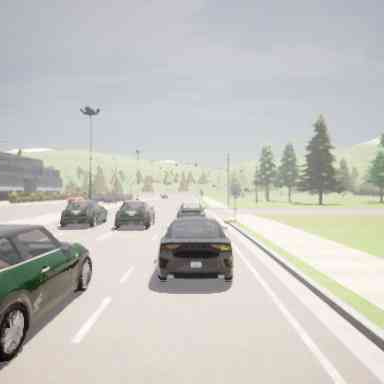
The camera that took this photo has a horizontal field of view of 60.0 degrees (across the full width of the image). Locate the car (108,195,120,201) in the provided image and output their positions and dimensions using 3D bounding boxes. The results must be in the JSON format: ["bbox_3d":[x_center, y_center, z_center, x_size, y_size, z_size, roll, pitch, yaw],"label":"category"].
[{"bbox_3d":[-19.825,1.507,85.007,1.895,1.301,4.718,0,0,0],"label":"car"}]

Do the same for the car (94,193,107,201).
[{"bbox_3d":[-23.325,1.267,84.892,2.097,1.767,4.553,0,0,0],"label":"car"}]

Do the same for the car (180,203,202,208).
[{"bbox_3d":[-0.075,1.468,22.061,2.128,1.511,4.902,0,0,-1],"label":"car"}]

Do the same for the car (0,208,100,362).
[{"bbox_3d":[-3.411,1.345,6.045,2.097,1.767,4.553,0,0,0],"label":"car"}]

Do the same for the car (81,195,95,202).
[{"bbox_3d":[-23.320,1.475,74.732,1.994,1.385,4.181,0,0,0],"label":"car"}]

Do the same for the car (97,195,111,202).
[{"bbox_3d":[-19.820,1.400,74.999,1.882,1.535,5.008,0,0,0],"label":"car"}]

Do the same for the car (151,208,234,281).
[{"bbox_3d":[0.077,1.467,9.881,1.882,1.535,5.008,0,0,0],"label":"car"}]

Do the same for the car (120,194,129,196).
[{"bbox_3d":[-16.320,1.276,75.836,2.097,1.767,4.553,0,0,0],"label":"car"}]

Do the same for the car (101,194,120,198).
[{"bbox_3d":[-16.316,1.433,66.661,1.837,1.490,4.892,0,0,0],"label":"car"}]

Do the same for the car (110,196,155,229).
[{"bbox_3d":[-3.600,1.329,21.628,2.097,1.767,4.553,0,0,-1],"label":"car"}]

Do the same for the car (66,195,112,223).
[{"bbox_3d":[-7.119,1.329,22.429,2.097,1.767,4.553,0,0,-1],"label":"car"}]
